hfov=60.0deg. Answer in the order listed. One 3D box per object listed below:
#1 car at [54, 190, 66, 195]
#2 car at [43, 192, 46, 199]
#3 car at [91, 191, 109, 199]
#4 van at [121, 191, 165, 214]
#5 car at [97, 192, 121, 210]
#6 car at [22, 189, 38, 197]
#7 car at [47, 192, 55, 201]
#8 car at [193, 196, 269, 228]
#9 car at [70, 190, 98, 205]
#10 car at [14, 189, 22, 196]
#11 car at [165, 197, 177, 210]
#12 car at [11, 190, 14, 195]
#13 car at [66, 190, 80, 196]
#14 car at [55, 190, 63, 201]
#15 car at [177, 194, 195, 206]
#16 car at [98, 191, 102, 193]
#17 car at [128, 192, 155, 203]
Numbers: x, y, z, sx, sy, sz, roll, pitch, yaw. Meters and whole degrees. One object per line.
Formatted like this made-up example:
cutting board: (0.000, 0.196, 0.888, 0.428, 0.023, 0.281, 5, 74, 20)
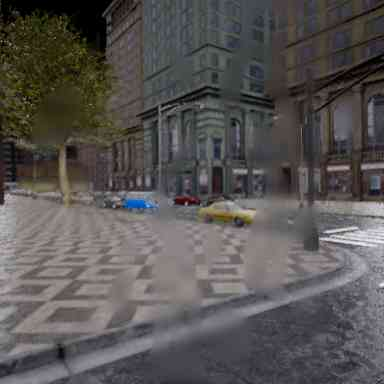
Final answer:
car: (-33.451, 0.128, 84.151, 1.802, 1.307, 4.206, 0, 1, -36)
car: (-23.983, 0.620, 56.367, 2.008, 1.369, 4.403, 0, 1, -36)
car: (-17.063, 0.523, 61.345, 1.802, 1.307, 4.206, 0, 1, -36)
van: (-4.317, 0.887, 28.990, 1.690, 1.788, 3.998, 0, 1, -36)
car: (-7.594, 1.025, 33.554, 2.008, 1.369, 4.403, 0, 1, -36)
car: (-33.816, 0.270, 70.051, 1.967, 1.590, 4.097, 0, 1, -36)
car: (-20.706, 0.701, 51.806, 2.008, 1.369, 4.403, 0, 1, -36)
car: (2.339, 1.197, 19.724, 1.752, 1.417, 4.829, 0, 1, -36)
car: (-14.052, 0.844, 42.544, 1.752, 1.417, 4.829, 0, 1, -36)
car: (-40.372, 0.114, 79.175, 1.967, 1.590, 4.097, 0, 1, -36)
car: (-3.762, 0.997, 32.771, 1.812, 1.442, 4.674, -1, 1, -36)
car: (-43.650, 0.037, 83.738, 1.967, 1.590, 4.097, 0, 1, -36)
car: (-26.896, 0.247, 75.028, 1.887, 1.381, 4.507, 0, 1, -36)
car: (-17.428, 0.784, 47.244, 2.008, 1.369, 4.403, 0, 1, -36)
car: (-0.674, 0.892, 38.533, 1.887, 1.381, 4.507, 0, 1, -36)
car: (-15.720, 0.677, 49.578, 2.128, 1.511, 4.902, -1, 1, -36)
car: (-7.231, 0.739, 47.660, 2.008, 1.369, 4.403, 0, 1, -36)
